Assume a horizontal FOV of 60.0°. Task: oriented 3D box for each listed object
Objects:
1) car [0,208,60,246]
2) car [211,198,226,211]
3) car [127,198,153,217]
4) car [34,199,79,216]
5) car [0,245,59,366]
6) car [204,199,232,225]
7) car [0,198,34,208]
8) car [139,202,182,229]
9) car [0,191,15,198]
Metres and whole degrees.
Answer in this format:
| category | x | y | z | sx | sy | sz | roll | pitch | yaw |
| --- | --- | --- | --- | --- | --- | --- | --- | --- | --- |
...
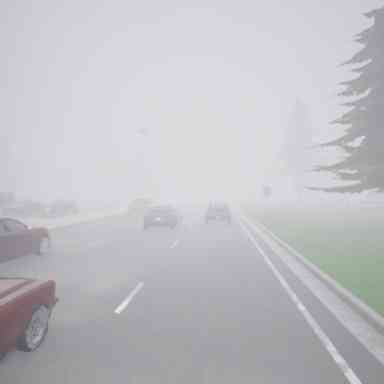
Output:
| category | x | y | z | sx | sy | sz | roll | pitch | yaw |
| --- | --- | --- | --- | --- | --- | --- | --- | --- | --- |
| car | -6.200 | 1.458 | 10.116 | 1.882 | 1.535 | 5.008 | 0 | 0 | 4 |
| car | 3.302 | 1.558 | 41.862 | 1.812 | 1.442 | 4.674 | 0 | 0 | 5 |
| car | -4.550 | 1.349 | 31.408 | 2.097 | 1.767 | 4.553 | 0 | 0 | 5 |
| car | -12.627 | 1.462 | 32.044 | 2.128 | 1.511 | 4.902 | 0 | 0 | 5 |
| car | -3.147 | 1.590 | 3.225 | 1.895 | 1.301 | 4.718 | 0 | 0 | 3 |
| car | 1.917 | 1.510 | 24.403 | 2.128 | 1.511 | 4.902 | 0 | 0 | 4 |
| car | -16.112 | 1.499 | 32.372 | 2.033 | 1.411 | 5.357 | 0 | 0 | 5 |
| car | -1.823 | 1.567 | 21.497 | 1.994 | 1.385 | 4.181 | 0 | 0 | 4 |
| car | -19.595 | 0.881 | 32.687 | 2.150 | 2.045 | 5.566 | 0 | 0 | 5 |
